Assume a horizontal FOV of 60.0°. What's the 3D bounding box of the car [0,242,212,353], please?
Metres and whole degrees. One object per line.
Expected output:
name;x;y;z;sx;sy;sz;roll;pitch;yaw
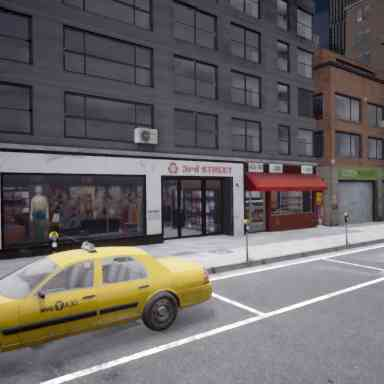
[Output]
car;-1.912;1.525;5.295;4.829;1.417;1.752;0;-1;-35
